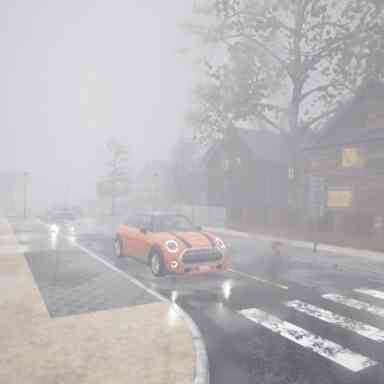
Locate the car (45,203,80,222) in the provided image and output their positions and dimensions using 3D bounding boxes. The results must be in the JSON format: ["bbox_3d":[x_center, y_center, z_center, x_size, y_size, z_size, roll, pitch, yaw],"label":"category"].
[{"bbox_3d":[-11.416,1.868,28.807,1.895,1.301,4.718,2,-1,-30],"label":"car"}]

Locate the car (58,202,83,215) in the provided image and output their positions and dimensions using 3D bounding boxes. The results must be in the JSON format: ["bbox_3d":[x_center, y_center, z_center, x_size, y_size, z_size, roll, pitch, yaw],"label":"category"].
[{"bbox_3d":[-14.235,1.972,39.369,1.812,1.442,4.674,2,-2,-30],"label":"car"}]

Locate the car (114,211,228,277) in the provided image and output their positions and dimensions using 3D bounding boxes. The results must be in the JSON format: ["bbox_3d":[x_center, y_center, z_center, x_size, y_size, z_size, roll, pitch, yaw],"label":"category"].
[{"bbox_3d":[-0.847,1.451,10.711,2.097,1.767,4.553,2,-1,-32],"label":"car"}]

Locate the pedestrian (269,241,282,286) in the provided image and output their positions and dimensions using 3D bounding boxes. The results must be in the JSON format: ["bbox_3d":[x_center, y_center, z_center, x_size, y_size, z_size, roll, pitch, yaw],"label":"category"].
[{"bbox_3d":[2.138,1.412,8.539,0.375,1.860,0.375,1,-1,-30],"label":"pedestrian"}]
